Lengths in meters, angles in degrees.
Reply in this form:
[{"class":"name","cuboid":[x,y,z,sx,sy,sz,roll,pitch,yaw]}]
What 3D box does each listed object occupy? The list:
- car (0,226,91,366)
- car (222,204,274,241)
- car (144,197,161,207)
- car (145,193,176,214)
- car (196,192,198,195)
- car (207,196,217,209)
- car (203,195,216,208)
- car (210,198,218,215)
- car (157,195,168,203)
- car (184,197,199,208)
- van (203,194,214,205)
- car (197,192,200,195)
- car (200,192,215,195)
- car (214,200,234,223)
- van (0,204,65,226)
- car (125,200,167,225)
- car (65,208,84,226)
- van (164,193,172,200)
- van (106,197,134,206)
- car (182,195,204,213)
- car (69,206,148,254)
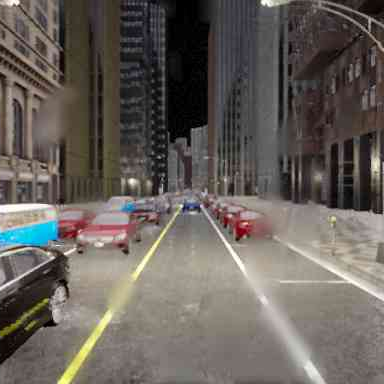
[{"class":"car","cuboid":[-3.083,1.478,4.147,2.128,1.511,4.902,0,0,-1]},{"class":"car","cuboid":[2.759,1.506,16.253,1.887,1.381,4.507,0,0,0]},{"class":"car","cuboid":[-5.834,1.428,49.409,2.008,1.369,4.403,0,0,0]},{"class":"car","cuboid":[-3.094,1.268,33.543,2.097,1.767,4.553,0,0,0]},{"class":"car","cuboid":[2.657,1.128,82.557,2.192,1.841,5.009,0,0,0]},{"class":"car","cuboid":[2.733,1.448,32.999,1.752,1.417,4.829,0,0,0]},{"class":"car","cuboid":[2.717,1.443,43.880,1.887,1.381,4.507,0,0,0]},{"class":"car","cuboid":[2.742,1.481,27.303,1.887,1.381,4.507,0,0,0]},{"class":"car","cuboid":[-5.853,1.366,65.814,1.752,1.417,4.829,0,0,0]},{"class":"car","cuboid":[-0.048,1.453,46.798,1.994,1.385,4.181,0,0,0]},{"class":"van","cuboid":[2.699,1.215,54.930,1.690,1.788,3.998,0,0,0]},{"class":"car","cuboid":[2.674,1.277,71.507,1.967,1.590,4.097,0,0,0]},{"class":"car","cuboid":[2.707,1.201,49.405,2.192,1.841,5.009,0,0,0]},{"class":"car","cuboid":[2.750,1.493,21.778,1.887,1.381,4.507,0,0,0]},{"class":"van","cuboid":[-5.790,1.307,10.734,1.690,1.788,3.998,0,0,0]},{"class":"car","cuboid":[-3.121,1.503,23.310,1.994,1.385,4.181,0,0,0]},{"class":"car","cuboid":[-5.796,1.497,16.260,1.887,1.381,4.507,0,0,0]},{"class":"van","cuboid":[-5.873,1.145,82.558,1.690,1.788,3.998,0,0,0]},{"class":"van","cuboid":[-5.810,1.268,27.309,1.690,1.788,3.998,0,0,0]},{"class":"car","cuboid":[-0.043,1.392,35.544,1.882,1.535,5.008,0,0,0]},{"class":"car","cuboid":[-3.109,1.488,13.390,1.812,1.442,4.674,0,0,0]}]
